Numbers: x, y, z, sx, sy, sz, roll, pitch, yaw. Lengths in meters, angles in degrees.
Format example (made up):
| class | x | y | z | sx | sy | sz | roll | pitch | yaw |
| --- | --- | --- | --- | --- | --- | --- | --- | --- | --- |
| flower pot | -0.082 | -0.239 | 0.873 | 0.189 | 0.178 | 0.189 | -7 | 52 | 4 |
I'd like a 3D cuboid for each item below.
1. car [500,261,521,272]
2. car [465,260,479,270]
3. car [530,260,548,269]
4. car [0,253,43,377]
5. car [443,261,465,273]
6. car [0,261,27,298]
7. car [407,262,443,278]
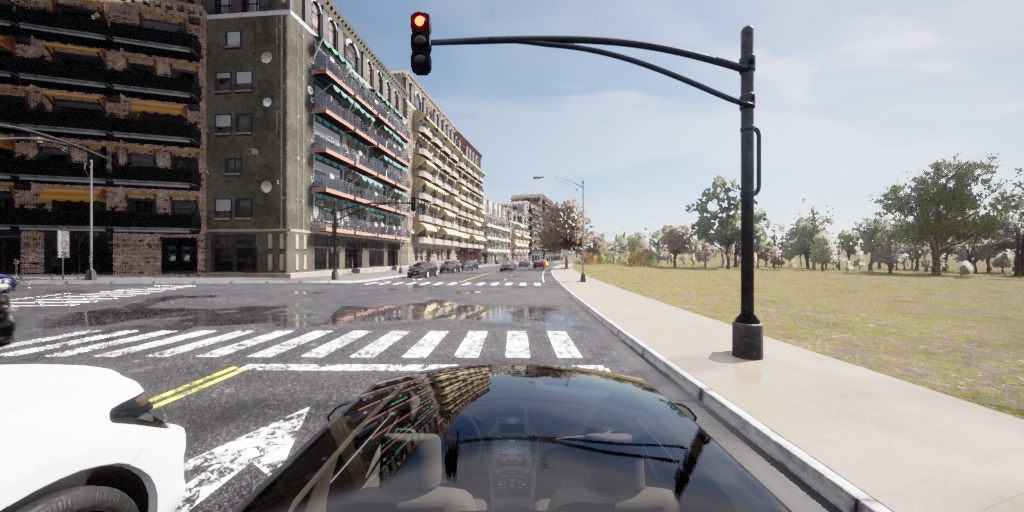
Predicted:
| class | x | y | z | sx | sy | sz | roll | pitch | yaw |
| --- | --- | --- | --- | --- | --- | --- | --- | --- | --- |
| car | -0.440 | 1.410 | 48.762 | 2.033 | 1.411 | 5.357 | 0 | 0 | 7 |
| car | -6.407 | 1.378 | 54.929 | 2.128 | 1.511 | 4.902 | 0 | 0 | 7 |
| car | 4.865 | 1.413 | 63.842 | 1.882 | 1.535 | 5.008 | 0 | 0 | 9 |
| car | -9.603 | 0.971 | 3.700 | 2.150 | 2.045 | 5.566 | 0 | 0 | 2 |
| car | -7.593 | 1.350 | 44.608 | 1.837 | 1.490 | 4.892 | 0 | 0 | 6 |
| car | -22.897 | 0.911 | 13.883 | 4.674 | 1.442 | 1.812 | 1 | 0 | -19 |
| car | -8.504 | 1.313 | 34.511 | 1.837 | 1.490 | 4.892 | 0 | 0 | 5 |
